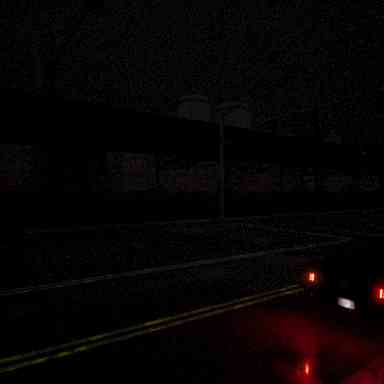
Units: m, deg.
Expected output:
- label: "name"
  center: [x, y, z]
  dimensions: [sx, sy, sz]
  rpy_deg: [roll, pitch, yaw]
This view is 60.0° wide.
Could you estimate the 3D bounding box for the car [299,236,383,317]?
- label: "car"
  center: [4.439, 1.601, 6.919]
  dimensions: [4.718, 1.301, 1.895]
  rpy_deg: [0, 0, -35]
